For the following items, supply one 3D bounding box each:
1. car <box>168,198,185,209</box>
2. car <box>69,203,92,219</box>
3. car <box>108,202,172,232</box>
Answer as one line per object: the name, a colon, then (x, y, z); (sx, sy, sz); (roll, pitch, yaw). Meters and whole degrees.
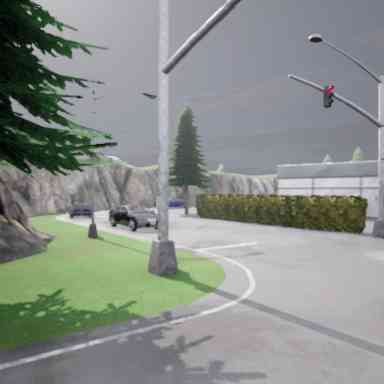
car: (-2.978, 1.599, 47.392); (5.008, 1.535, 1.882); (1, 0, -43)
car: (-10.111, 1.647, 30.302); (1.895, 1.301, 4.718); (0, 0, -20)
car: (-3.642, 1.536, 20.952); (2.128, 1.511, 4.902); (0, 0, -36)
